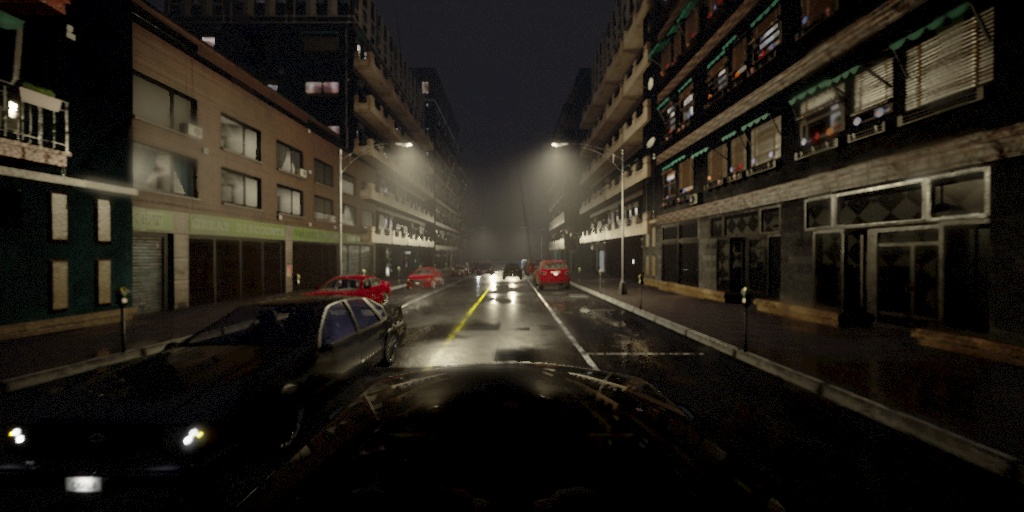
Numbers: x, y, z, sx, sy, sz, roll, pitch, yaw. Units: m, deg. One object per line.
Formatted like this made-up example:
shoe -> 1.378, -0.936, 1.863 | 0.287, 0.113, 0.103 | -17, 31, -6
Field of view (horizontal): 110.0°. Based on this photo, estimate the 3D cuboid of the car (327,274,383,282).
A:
car -> -5.704, 1.367, 12.652 | 1.888, 1.381, 4.507 | 0, 0, 0

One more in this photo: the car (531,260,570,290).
car -> 2.664, 1.216, 24.027 | 2.192, 1.841, 5.009 | 0, 0, 0

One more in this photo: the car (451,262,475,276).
car -> -5.737, 1.465, 41.074 | 1.967, 1.591, 4.097 | 0, 0, 0

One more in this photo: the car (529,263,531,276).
car -> 2.657, 1.468, 29.881 | 1.751, 1.417, 4.829 | 0, 0, 0

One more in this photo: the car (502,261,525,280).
car -> 0.058, 1.486, 35.008 | 1.837, 1.490, 4.892 | 0, 0, 0

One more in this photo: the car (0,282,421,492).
car -> -3.138, 1.321, 5.321 | 2.033, 1.411, 5.357 | 0, 0, 1

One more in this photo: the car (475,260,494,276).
car -> -3.143, 1.561, 42.569 | 1.812, 1.442, 4.674 | 0, 0, 0

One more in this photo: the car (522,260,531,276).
car -> 2.644, 1.339, 41.081 | 2.192, 1.841, 5.009 | 0, 0, 0

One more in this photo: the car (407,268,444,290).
car -> -5.717, 1.447, 24.021 | 1.888, 1.381, 4.507 | 0, 0, 0
